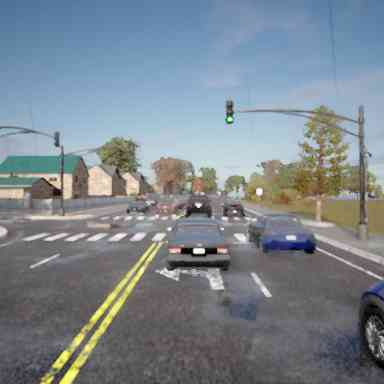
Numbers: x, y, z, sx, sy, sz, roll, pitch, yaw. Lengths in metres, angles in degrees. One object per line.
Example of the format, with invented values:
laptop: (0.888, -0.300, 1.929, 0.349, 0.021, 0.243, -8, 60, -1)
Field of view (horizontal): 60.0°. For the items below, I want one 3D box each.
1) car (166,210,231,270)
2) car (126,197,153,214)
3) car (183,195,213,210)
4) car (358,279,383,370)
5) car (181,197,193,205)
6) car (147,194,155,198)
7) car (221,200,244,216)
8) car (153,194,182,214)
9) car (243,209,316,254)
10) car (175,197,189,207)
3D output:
car: (0.137, 1.553, 10.991, 2.033, 1.411, 5.357, 0, 0, -1)
car: (-5.805, 1.605, 36.257, 1.994, 1.385, 4.181, 0, 0, 3)
car: (0.645, 1.248, 29.847, 2.150, 2.045, 5.566, 0, 0, 2)
car: (3.379, 1.354, 2.845, 2.097, 1.767, 4.553, 0, 0, 0)
car: (-0.916, 1.629, 63.990, 1.812, 1.442, 4.674, 0, 0, 4)
car: (-5.331, 1.282, 46.402, 2.150, 2.045, 5.566, 0, 0, 3)
car: (4.012, 1.535, 32.877, 1.837, 1.490, 4.892, 0, 0, 2)
car: (-2.568, 1.391, 35.974, 2.097, 1.767, 4.553, 0, 0, 2)
car: (3.498, 1.571, 13.628, 1.994, 1.385, 4.181, 0, 0, 1)
car: (-1.617, 1.601, 53.902, 1.812, 1.442, 4.674, 0, 0, 4)
